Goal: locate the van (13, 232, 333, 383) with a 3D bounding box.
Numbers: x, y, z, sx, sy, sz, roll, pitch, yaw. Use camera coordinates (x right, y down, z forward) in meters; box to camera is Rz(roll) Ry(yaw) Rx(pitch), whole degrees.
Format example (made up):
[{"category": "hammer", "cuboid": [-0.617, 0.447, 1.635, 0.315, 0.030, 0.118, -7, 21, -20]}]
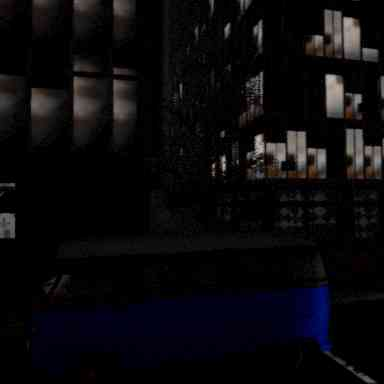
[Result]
[{"category": "van", "cuboid": [-0.111, 1.498, 4.639, 3.998, 1.788, 1.690, 0, -2, -14]}]
